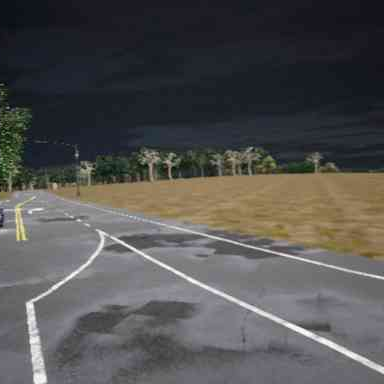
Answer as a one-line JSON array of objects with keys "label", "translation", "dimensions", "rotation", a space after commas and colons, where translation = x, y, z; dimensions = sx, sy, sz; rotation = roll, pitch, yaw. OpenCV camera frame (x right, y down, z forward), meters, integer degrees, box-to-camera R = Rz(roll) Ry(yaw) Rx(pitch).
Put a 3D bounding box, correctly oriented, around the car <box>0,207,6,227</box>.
[{"label": "car", "translation": [-12.899, 1.426, 21.012], "dimensions": [1.812, 1.442, 4.674], "rotation": [-3, 2, -28]}]
